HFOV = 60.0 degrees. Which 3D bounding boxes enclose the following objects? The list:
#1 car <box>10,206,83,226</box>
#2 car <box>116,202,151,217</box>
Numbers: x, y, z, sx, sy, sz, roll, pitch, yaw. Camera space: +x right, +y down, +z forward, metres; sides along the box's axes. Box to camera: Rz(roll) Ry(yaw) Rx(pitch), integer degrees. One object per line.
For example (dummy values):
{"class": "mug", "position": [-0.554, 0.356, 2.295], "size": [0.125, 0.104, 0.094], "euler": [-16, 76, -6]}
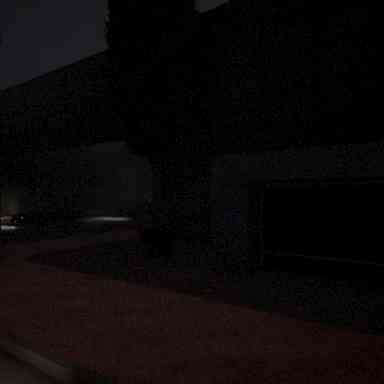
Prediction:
{"class": "car", "position": [-11.295, 1.787, 26.353], "size": [2.033, 1.411, 5.357], "euler": [-1, 0, 36]}
{"class": "car", "position": [-5.641, 1.766, 34.196], "size": [1.812, 1.442, 4.674], "euler": [-1, 0, 36]}
